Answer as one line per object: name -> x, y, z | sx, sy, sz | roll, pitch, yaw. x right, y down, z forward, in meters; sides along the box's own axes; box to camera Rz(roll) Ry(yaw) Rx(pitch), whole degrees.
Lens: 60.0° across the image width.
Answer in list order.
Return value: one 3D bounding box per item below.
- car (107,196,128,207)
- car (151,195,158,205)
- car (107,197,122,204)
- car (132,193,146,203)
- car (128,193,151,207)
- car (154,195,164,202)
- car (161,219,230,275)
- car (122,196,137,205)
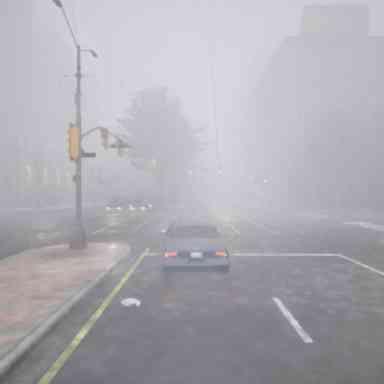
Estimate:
car -> -11.500, 1.376, 51.204 | 2.097, 1.767, 4.553 | 0, 0, 0
car -> -7.937, 1.381, 60.161 | 2.097, 1.767, 4.553 | 0, 0, 0
car -> -14.653, 1.625, 63.116 | 1.895, 1.301, 4.718 | 0, 0, 0
car -> -11.390, 1.260, 72.069 | 2.150, 2.045, 5.566 | 0, 0, 0
car -> -8.003, 1.377, 51.387 | 2.097, 1.767, 4.553 | 0, 0, 0
car -> -7.878, 1.516, 80.032 | 1.882, 1.535, 5.008 | 0, 0, 0
car -> -0.010, 1.552, 10.477 | 2.033, 1.411, 5.357 | 0, 0, -3
car -> -11.413, 1.534, 61.382 | 1.837, 1.490, 4.892 | 0, 0, 0
